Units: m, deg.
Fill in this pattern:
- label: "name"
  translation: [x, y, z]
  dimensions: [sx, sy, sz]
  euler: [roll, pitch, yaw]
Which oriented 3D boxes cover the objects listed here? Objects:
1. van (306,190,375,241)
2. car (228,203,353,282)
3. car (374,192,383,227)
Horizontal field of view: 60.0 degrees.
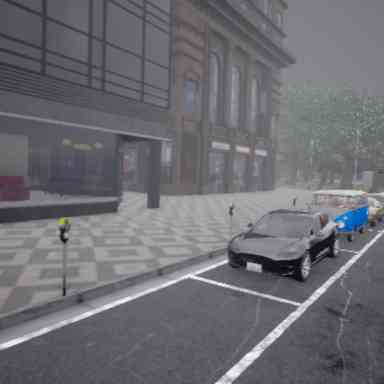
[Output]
- label: "van"
  translation: [5.817, 0.808, 13.097]
  dimensions: [1.690, 1.788, 3.998]
  euler: [4, 4, 36]
- label: "car"
  translation: [2.602, 1.157, 8.719]
  dimensions: [1.947, 1.339, 4.313]
  euler: [4, 4, 36]
- label: "car"
  translation: [8.917, 0.870, 17.359]
  dimensions: [1.752, 1.417, 4.829]
  euler: [4, 4, 36]
